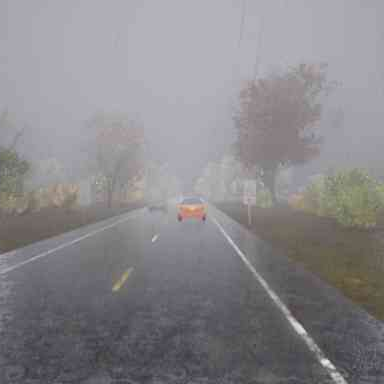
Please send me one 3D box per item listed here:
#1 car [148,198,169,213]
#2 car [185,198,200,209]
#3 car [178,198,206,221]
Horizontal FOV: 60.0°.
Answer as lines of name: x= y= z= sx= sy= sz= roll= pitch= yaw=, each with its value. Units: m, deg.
car: x=-3.555 y=1.418 z=36.052 sx=1.837 sy=1.490 sz=4.892 roll=0 pitch=0 yaw=0
car: x=0.041 y=1.505 z=44.485 sx=1.895 sy=1.301 sz=4.718 roll=0 pitch=0 yaw=0
car: x=0.014 y=1.274 z=26.691 sx=2.097 sy=1.767 sz=4.553 roll=0 pitch=0 yaw=0
